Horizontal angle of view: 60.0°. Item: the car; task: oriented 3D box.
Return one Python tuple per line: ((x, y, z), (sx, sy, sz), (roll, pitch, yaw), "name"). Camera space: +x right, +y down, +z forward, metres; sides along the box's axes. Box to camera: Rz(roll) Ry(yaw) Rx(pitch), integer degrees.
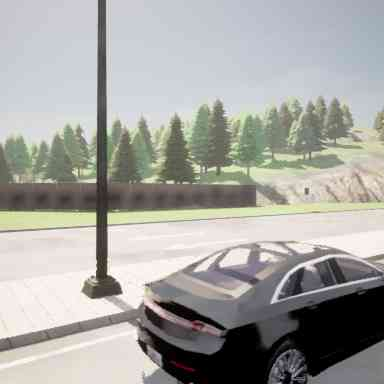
((1.576, 1.490, 4.875), (4.902, 1.511, 2.128), (0, 0, -35), "car")
